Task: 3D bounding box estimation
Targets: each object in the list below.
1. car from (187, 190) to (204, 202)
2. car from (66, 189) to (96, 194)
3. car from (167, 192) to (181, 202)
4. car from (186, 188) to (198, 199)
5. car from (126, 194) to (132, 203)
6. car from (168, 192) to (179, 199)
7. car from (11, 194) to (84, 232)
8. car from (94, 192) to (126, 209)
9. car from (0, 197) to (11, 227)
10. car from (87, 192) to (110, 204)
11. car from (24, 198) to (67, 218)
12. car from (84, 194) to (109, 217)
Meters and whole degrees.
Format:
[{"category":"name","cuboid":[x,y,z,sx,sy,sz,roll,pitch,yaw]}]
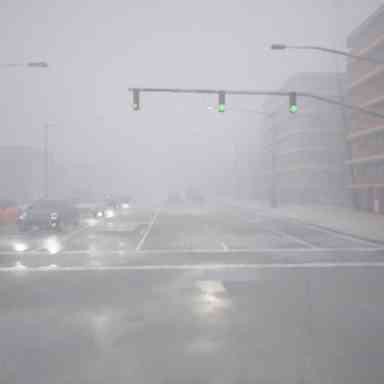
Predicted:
[{"category":"car","cuboid":[0.789,0.791,50.849,1.994,1.385,4.181,0,1,-3]},{"category":"car","cuboid":[-12.554,0.706,36.952,2.150,2.045,5.566,0,1,-4]},{"category":"car","cuboid":[-2.715,0.698,50.781,1.882,1.535,5.008,0,1,-4]},{"category":"car","cuboid":[0.065,0.263,60.804,2.150,2.045,5.566,0,1,-4]},{"category":"car","cuboid":[-9.648,0.884,47.029,1.895,1.301,4.718,0,1,-3]},{"category":"car","cuboid":[-3.446,0.635,60.835,1.895,1.301,4.718,0,1,-4]},{"category":"car","cuboid":[-7.920,1.185,18.789,2.097,1.767,4.553,0,1,-4]},{"category":"car","cuboid":[-9.052,0.983,36.917,2.128,1.511,4.902,0,1,-4]},{"category":"car","cuboid":[-11.433,1.180,18.902,2.097,1.767,4.553,0,1,-4]},{"category":"car","cuboid":[-13.160,0.764,47.186,2.128,1.511,4.902,0,1,-3]},{"category":"car","cuboid":[-11.975,1.242,27.528,1.994,1.385,4.181,0,1,-4]},{"category":"car","cuboid":[-8.476,1.209,27.655,1.812,1.442,4.674,0,1,-3]}]
